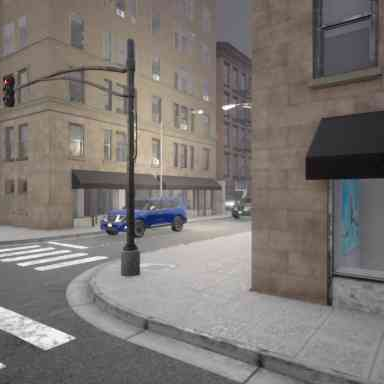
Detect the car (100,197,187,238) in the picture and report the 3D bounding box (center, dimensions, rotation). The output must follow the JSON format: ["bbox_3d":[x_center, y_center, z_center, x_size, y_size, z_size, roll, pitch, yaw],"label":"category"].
[{"bbox_3d":[-2.506,1.316,18.855,2.150,2.045,5.566,0,0,35],"label":"car"}]

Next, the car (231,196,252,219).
[{"bbox_3d":[5.683,1.401,30.379,2.150,2.045,5.566,0,0,36],"label":"car"}]
